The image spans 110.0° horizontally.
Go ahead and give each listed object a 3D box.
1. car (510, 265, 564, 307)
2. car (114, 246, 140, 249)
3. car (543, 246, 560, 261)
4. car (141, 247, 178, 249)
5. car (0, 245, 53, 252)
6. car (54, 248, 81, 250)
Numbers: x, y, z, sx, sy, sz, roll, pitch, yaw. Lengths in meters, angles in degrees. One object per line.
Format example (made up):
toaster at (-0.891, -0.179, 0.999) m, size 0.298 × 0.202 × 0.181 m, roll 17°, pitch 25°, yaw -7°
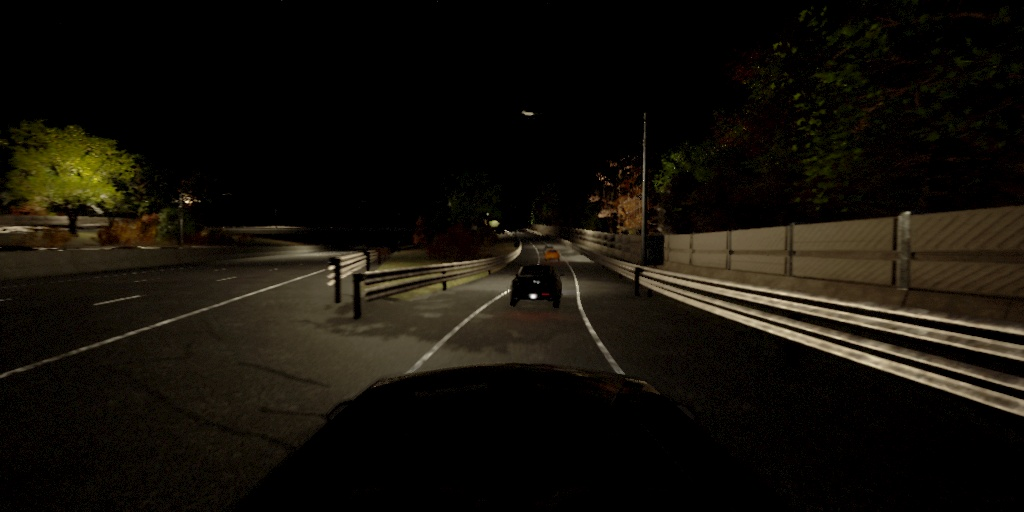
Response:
car at (1.090, 1.118, 14.858) m, size 1.837 × 1.490 × 4.892 m, roll 0°, pitch 1°, yaw 8°
car at (-40.658, -0.262, 37.775) m, size 1.882 × 1.535 × 5.008 m, roll 0°, pitch 2°, yaw -16°
car at (5.414, -0.222, 48.541) m, size 1.882 × 1.535 × 5.008 m, roll 0°, pitch 4°, yaw 4°
car at (-37.409, -0.252, 39.125) m, size 1.812 × 1.442 × 4.674 m, roll 0°, pitch 2°, yaw -16°
car at (-32.425, 0.125, 22.400) m, size 2.097 × 1.767 × 4.553 m, roll 0°, pitch 2°, yaw -16°
car at (-43.425, -0.084, 34.832) m, size 1.994 × 1.385 × 4.181 m, roll 0°, pitch 2°, yaw -16°
